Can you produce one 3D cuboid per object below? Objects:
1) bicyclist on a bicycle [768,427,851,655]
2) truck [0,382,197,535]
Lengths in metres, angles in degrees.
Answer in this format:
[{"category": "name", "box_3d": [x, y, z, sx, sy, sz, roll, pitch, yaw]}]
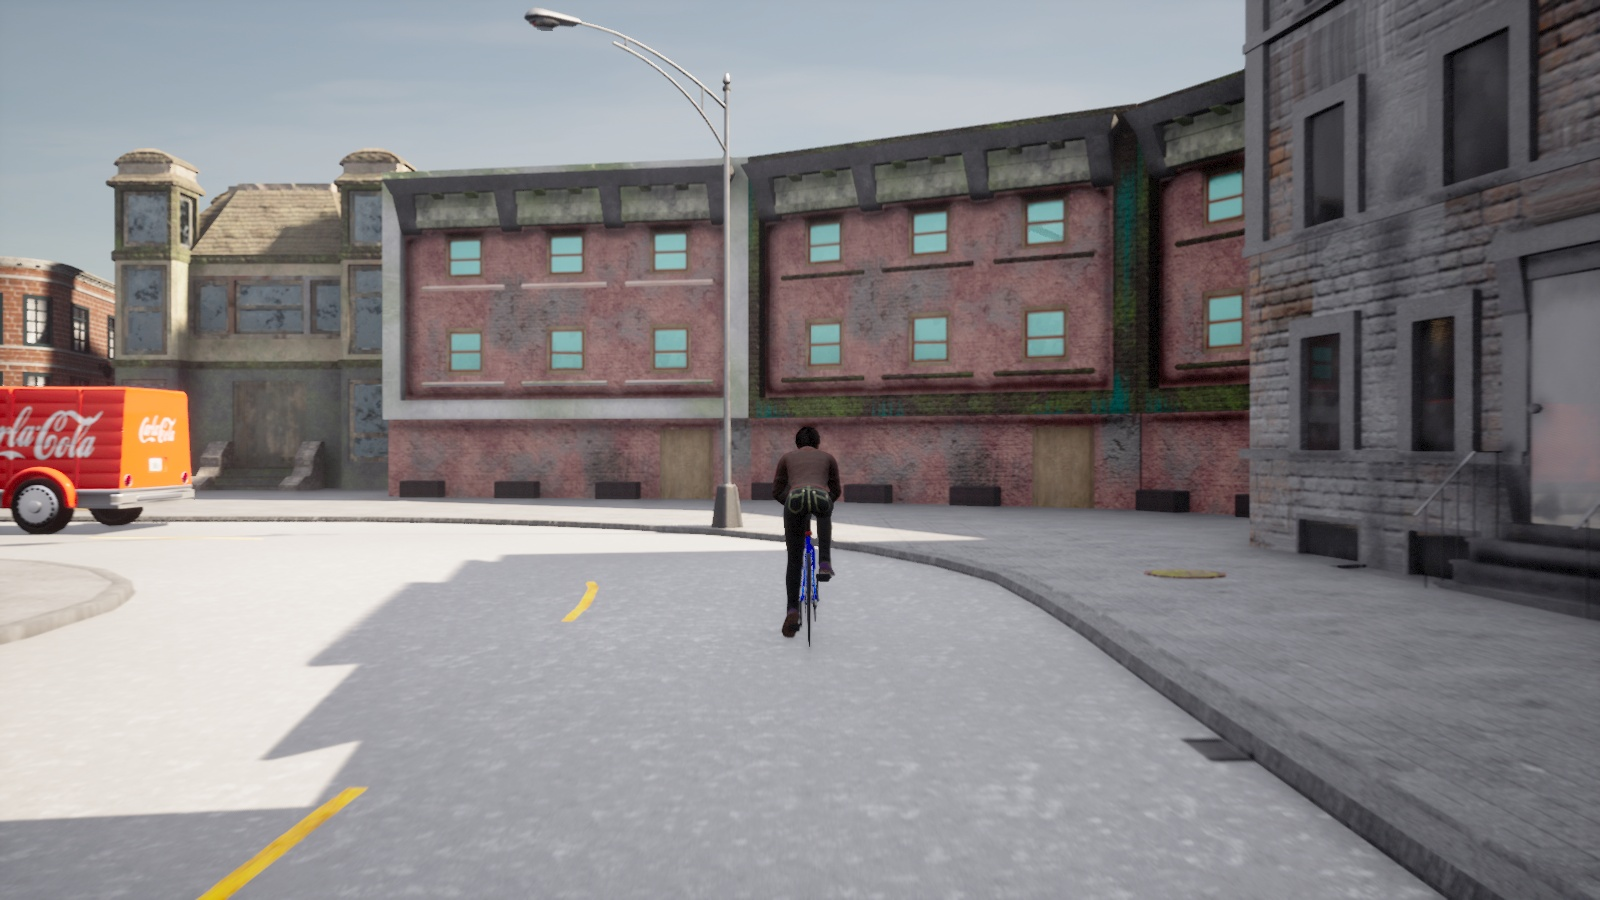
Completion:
[{"category": "bicyclist on a bicycle", "box_3d": [0.062, 0.645, 9.751, 0.582, 1.620, 1.656, 0, 0, 0]}, {"category": "truck", "box_3d": [-13.624, 0.126, 21.647, 5.204, 2.467, 2.627, 0, 0, 1]}]
